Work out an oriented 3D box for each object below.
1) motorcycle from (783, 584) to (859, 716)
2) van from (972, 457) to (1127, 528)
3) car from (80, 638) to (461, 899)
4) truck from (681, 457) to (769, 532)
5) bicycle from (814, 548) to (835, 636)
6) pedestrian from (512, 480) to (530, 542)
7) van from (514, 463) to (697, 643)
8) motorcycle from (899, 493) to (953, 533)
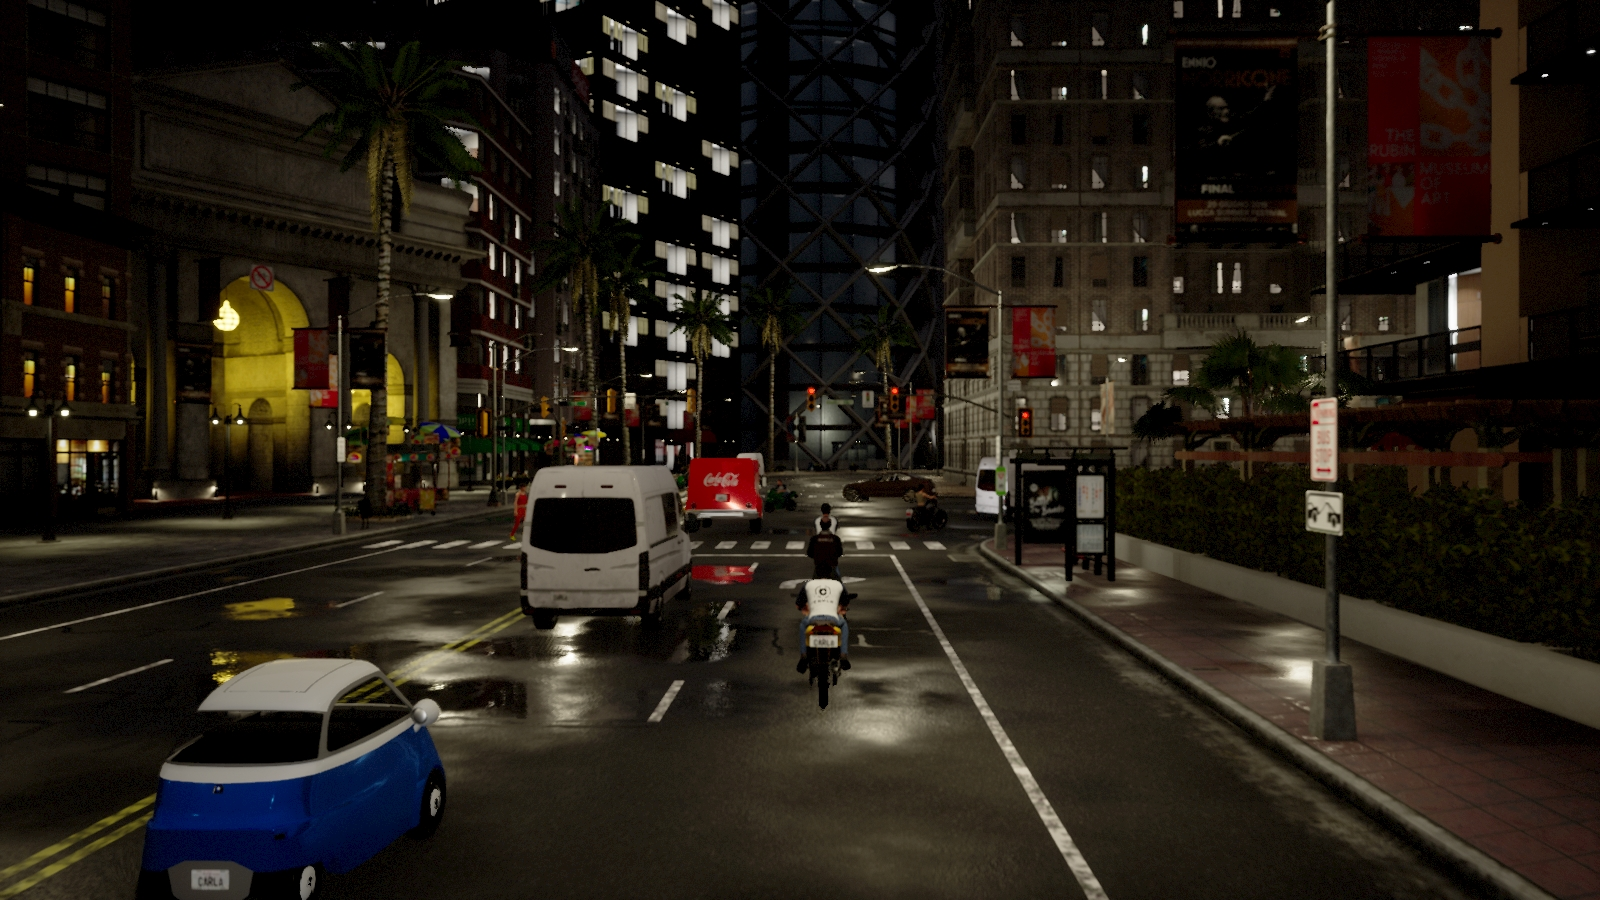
[{"bbox_3d":[0.248,2.217,13.019,0.803,1.145,2.033,0,0,1],"label":"motorcycle"},{"bbox_3d":[9.576,1.548,43.715,5.915,2.561,1.988,0,0,-28],"label":"van"},{"bbox_3d":[-3.337,2.123,7.592,1.481,1.376,2.207,0,0,1],"label":"car"},{"bbox_3d":[-2.538,1.554,40.343,2.627,2.467,5.204,0,-2,1],"label":"truck"},{"bbox_3d":[0.390,2.216,18.104,0.329,1.171,1.835,0,0,1],"label":"bicycle"},{"bbox_3d":[-8.526,1.859,34.909,0.375,1.860,0.375,0,0,39],"label":"pedestrian"},{"bbox_3d":[-3.110,1.540,19.654,1.988,2.561,5.915,0,0,2],"label":"van"},{"bbox_3d":[4.435,2.182,40.162,0.764,1.277,2.356,0,0,38],"label":"motorcycle"}]
